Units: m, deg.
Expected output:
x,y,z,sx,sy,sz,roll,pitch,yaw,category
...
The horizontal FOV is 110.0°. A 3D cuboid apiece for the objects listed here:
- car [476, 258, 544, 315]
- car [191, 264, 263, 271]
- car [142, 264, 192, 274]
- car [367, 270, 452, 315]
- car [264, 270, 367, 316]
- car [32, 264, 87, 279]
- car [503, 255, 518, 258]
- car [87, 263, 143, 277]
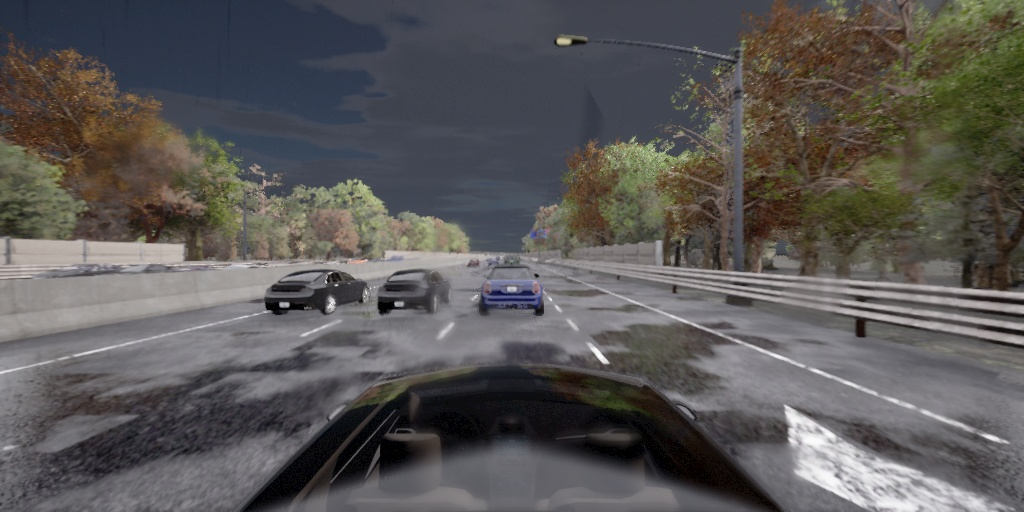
x,y,z,sx,sy,sz,roll,pitch,yaw,category
-0.004,1.087,13.647,2.097,1.767,4.553,0,0,0,car
-17.582,1.270,23.159,1.812,1.442,4.674,0,0,0,car
-21.084,1.311,23.665,1.994,1.385,4.181,0,0,0,car
-3.501,1.246,13.569,1.837,1.490,4.892,0,0,0,car
-7.001,1.250,13.450,1.837,1.490,4.892,0,0,0,car
-28.081,1.247,23.670,2.128,1.511,4.902,0,0,0,car
0.002,0.916,49.240,2.150,2.045,5.566,0,0,0,car
-24.582,1.277,23.967,1.812,1.442,4.674,0,0,0,car
